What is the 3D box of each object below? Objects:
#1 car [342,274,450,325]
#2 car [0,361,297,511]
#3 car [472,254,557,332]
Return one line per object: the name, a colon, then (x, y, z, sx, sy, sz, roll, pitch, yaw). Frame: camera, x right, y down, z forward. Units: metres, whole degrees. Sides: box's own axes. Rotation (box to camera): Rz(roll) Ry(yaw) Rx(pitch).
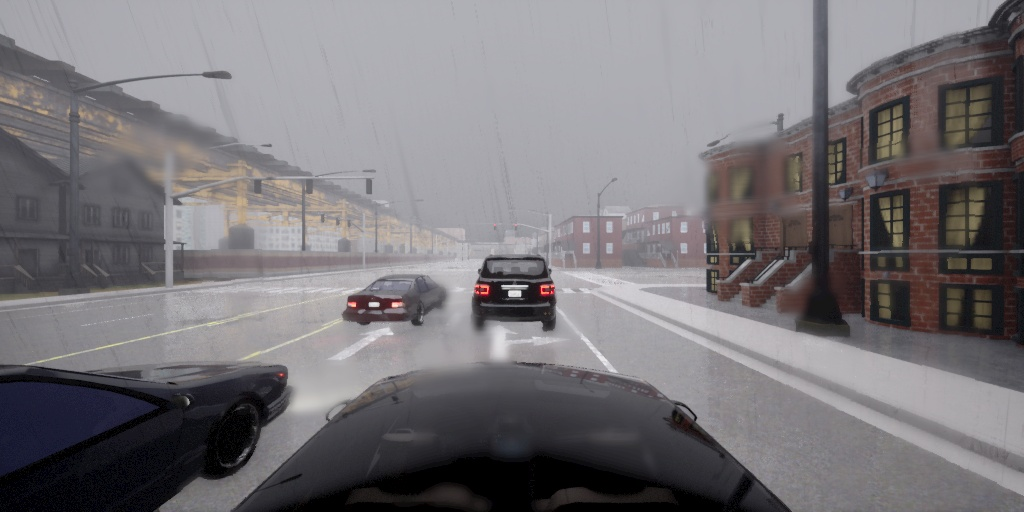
car: (-3.441, 1.297, 11.728, 2.033, 1.411, 5.357, 0, 0, 2)
car: (-3.388, 1.297, 1.656, 2.033, 1.411, 5.357, 0, 0, -1)
car: (0.084, 0.971, 11.046, 2.150, 2.045, 5.566, 0, 0, 0)
